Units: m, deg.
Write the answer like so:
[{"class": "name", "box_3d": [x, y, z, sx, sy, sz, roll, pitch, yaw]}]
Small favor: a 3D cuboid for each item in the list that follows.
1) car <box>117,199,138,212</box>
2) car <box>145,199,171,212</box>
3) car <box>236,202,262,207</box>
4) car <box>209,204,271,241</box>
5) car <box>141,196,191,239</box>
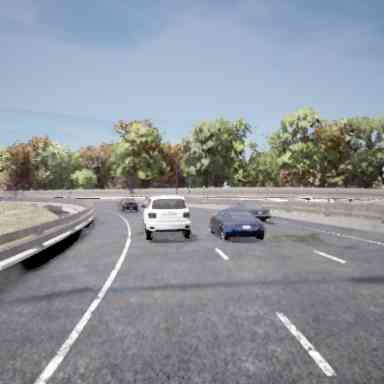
[{"class": "car", "box_3d": [-7.629, 1.554, 39.132, 1.837, 1.490, 4.892, 0, 0, -22]}, {"class": "car", "box_3d": [-4.154, 1.578, 39.775, 1.994, 1.385, 4.181, 0, 0, -22]}, {"class": "car", "box_3d": [4.102, 1.490, 25.289, 2.033, 1.411, 5.357, -1, 0, -14]}, {"class": "car", "box_3d": [2.121, 1.532, 16.752, 1.994, 1.385, 4.181, -1, 0, -9]}, {"class": "car", "box_3d": [-1.451, 1.224, 17.612, 2.150, 2.045, 5.566, 0, 0, -10]}]
